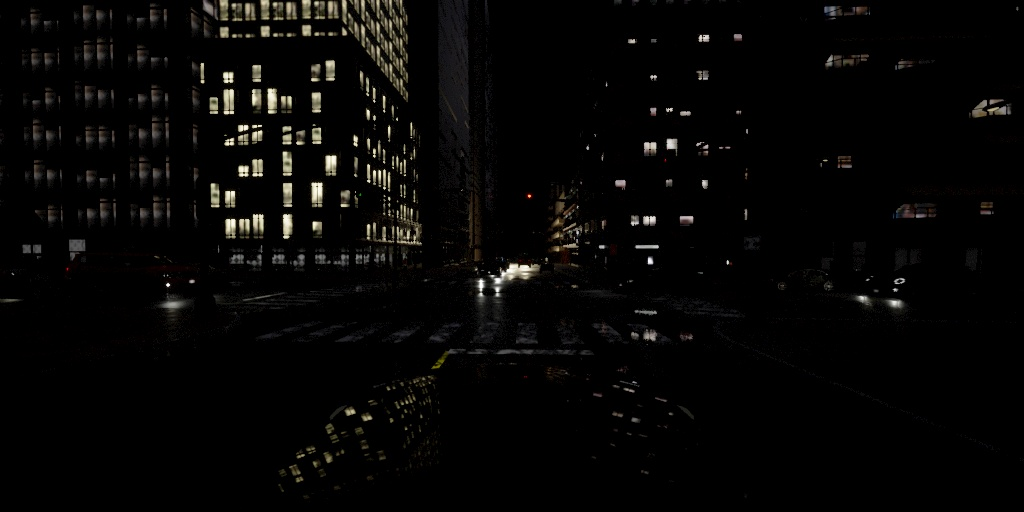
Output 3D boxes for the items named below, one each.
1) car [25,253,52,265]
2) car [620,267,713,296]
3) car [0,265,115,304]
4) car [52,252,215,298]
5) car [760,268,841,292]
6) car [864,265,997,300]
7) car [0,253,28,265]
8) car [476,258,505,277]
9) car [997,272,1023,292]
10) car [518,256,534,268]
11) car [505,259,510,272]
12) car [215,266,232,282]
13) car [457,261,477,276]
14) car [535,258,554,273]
[{"bbox_3d":[-32.893,0.712,23.909,5.009,1.841,2.192,0,0,3],"label":"car"},{"bbox_3d":[8.225,1.317,19.317,4.674,1.442,1.812,1,1,3],"label":"car"},{"bbox_3d":[-19.868,1.204,14.915,4.403,1.370,2.007,0,0,3],"label":"car"},{"bbox_3d":[-18.151,0.846,17.378,5.566,2.045,2.150,1,1,3],"label":"car"},{"bbox_3d":[16.976,1.375,21.483,4.403,1.370,2.007,0,0,3],"label":"car"},{"bbox_3d":[21.331,1.256,18.666,4.553,1.767,2.097,0,1,3],"label":"car"},{"bbox_3d":[-27.860,0.893,17.852,4.553,1.767,2.097,0,1,3],"label":"car"},{"bbox_3d":[-1.984,1.245,34.777,1.837,1.490,4.892,0,0,2],"label":"car"},{"bbox_3d":[28.029,1.461,20.945,4.507,1.381,1.888,0,0,3],"label":"car"},{"bbox_3d":[2.155,0.958,61.950,2.150,2.045,5.566,0,0,2],"label":"car"},{"bbox_3d":[-1.636,1.302,44.674,1.994,1.385,4.181,0,0,2],"label":"car"},{"bbox_3d":[-20.960,1.029,23.292,4.829,1.417,1.751,0,0,3],"label":"car"},{"bbox_3d":[-4.505,1.265,36.880,1.751,1.417,4.829,0,0,2],"label":"car"},{"bbox_3d":[4.072,1.288,42.411,2.007,1.370,4.403,0,0,2],"label":"car"}]
